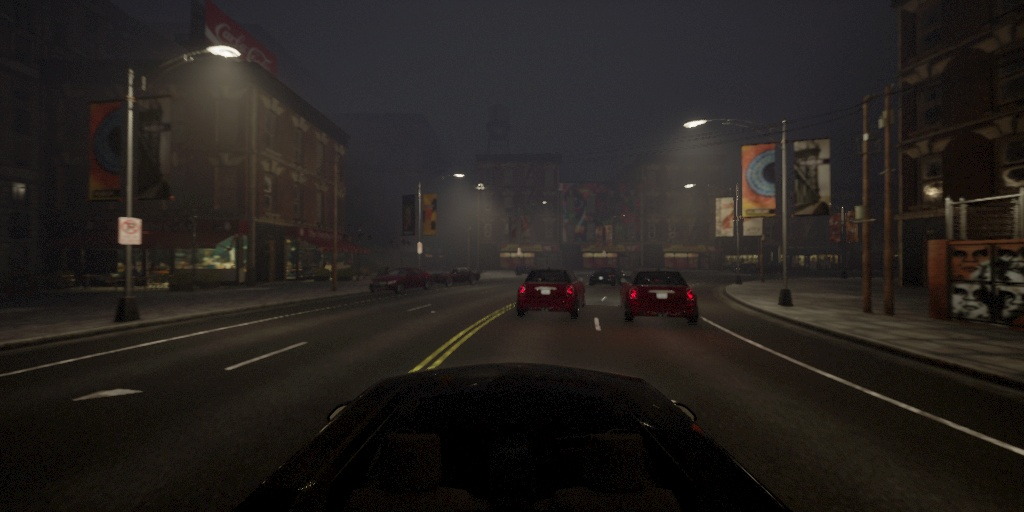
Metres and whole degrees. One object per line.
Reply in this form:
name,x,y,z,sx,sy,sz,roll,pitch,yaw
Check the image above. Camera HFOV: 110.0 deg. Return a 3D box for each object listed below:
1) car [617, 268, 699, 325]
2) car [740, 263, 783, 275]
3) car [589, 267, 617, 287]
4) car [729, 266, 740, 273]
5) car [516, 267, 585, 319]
car,4.962,1.205,12.661,2.097,1.767,4.553,0,0,15
car,33.523,1.727,47.646,4.674,1.442,1.812,0,-1,-5
car,7.395,1.545,27.128,1.994,1.385,4.181,0,0,33
car,33.530,1.736,51.135,4.892,1.490,1.837,0,-1,-5
car,1.633,1.207,13.716,2.097,1.767,4.553,0,-1,15
